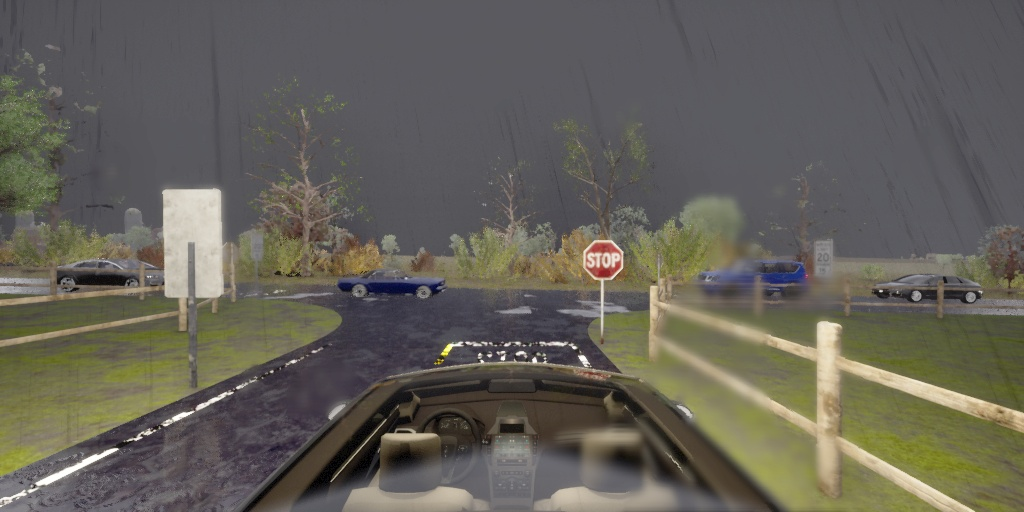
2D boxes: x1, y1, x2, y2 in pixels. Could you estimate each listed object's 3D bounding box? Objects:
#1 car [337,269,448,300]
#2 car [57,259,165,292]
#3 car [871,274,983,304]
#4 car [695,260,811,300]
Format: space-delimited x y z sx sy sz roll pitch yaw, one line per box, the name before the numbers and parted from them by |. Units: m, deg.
car | -5.480 1.279 16.928 4.718 1.301 1.895 1 1 0
car | -18.491 0.885 16.944 4.902 1.511 2.128 1 1 0
car | 22.865 1.749 19.847 4.892 1.490 1.837 1 1 0
car | 13.246 1.260 19.854 5.566 2.045 2.150 1 1 0
